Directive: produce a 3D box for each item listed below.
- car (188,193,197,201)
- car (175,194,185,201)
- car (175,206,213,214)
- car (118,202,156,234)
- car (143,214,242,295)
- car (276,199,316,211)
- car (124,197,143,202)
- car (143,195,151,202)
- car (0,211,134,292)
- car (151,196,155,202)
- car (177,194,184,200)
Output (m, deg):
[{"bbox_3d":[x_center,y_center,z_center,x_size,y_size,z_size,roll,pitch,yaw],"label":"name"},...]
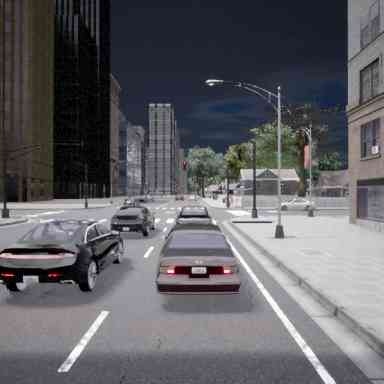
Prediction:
[{"bbox_3d":[0.089,1.511,84.023,1.812,1.442,4.674,0,0,0],"label":"car"},{"bbox_3d":[-3.161,1.342,83.997,2.097,1.767,4.553,0,0,0],"label":"car"},{"bbox_3d":[0.117,1.491,17.910,2.128,1.511,4.902,0,0,0],"label":"car"},{"bbox_3d":[-3.131,1.504,18.190,1.837,1.490,4.892,0,0,0],"label":"car"},{"bbox_3d":[0.100,1.545,8.857,2.033,1.411,5.357,0,0,-1],"label":"car"},{"bbox_3d":[12.690,1.575,40.802,4.674,1.442,1.812,0,-1,2],"label":"car"},{"bbox_3d":[-9.769,1.487,53.876,2.128,1.511,4.902,0,0,1],"label":"car"},{"bbox_3d":[-9.711,1.595,64.523,1.895,1.301,4.718,0,0,1],"label":"car"},{"bbox_3d":[-3.142,1.492,8.930,2.128,1.511,4.902,0,0,0],"label":"car"},{"bbox_3d":[-9.671,1.517,74.894,1.812,1.442,4.674,0,0,0],"label":"car"},{"bbox_3d":[-3.150,1.311,94.032,1.882,1.535,5.008,0,0,0],"label":"car"}]
